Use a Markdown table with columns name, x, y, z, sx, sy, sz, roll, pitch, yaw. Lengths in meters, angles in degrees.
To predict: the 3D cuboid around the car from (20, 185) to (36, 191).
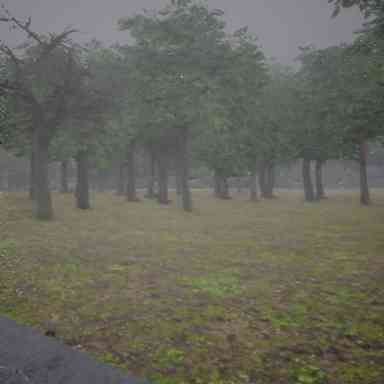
| name | x | y | z | sx | sy | sz | roll | pitch | yaw |
| --- | --- | --- | --- | --- | --- | --- | --- | --- | --- |
| car | -40.779 | -0.988 | 84.823 | 2.150 | 2.045 | 5.566 | -2 | 0 | 34 |
